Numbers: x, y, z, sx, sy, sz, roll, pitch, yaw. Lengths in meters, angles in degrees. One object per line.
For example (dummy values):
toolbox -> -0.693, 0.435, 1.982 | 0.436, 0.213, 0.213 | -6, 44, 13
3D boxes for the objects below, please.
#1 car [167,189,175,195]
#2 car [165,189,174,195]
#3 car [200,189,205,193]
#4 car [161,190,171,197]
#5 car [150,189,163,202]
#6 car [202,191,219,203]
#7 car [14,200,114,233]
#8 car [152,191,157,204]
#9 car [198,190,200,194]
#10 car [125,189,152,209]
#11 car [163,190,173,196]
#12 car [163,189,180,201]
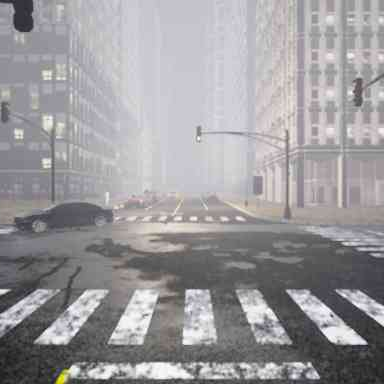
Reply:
car -> -5.654, -0.001, 89.932 | 2.008, 1.369, 4.403 | 1, 1, 0
car -> -5.655, 0.088, 84.357 | 1.887, 1.381, 4.507 | 1, 1, 0
car -> 2.719, 0.544, 56.720 | 1.752, 1.417, 4.829 | 1, 1, 0
car -> -5.658, 0.280, 73.208 | 1.887, 1.381, 4.507 | 1, 1, 0
car -> -5.660, 0.530, 45.333 | 2.192, 1.841, 5.009 | 1, 1, 0
car -> 2.714, 0.796, 45.397 | 1.802, 1.307, 4.206 | 1, 1, 0
car -> -6.600, 1.192, 17.596 | 5.008, 1.535, 1.882 | -1, 4, -40
car -> -5.667, 0.893, 39.763 | 1.802, 1.307, 4.206 | 1, 1, 0
car -> 2.719, 0.492, 62.127 | 1.947, 1.339, 4.313 | 1, 1, 0
car -> -5.665, 0.848, 34.186 | 1.967, 1.590, 4.097 | 1, 1, 0
car -> -5.656, 0.190, 78.783 | 2.008, 1.369, 4.403 | 1, 1, 0
car -> -2.987, 0.539, 52.666 | 1.882, 1.535, 5.008 | 0, 1, 0
